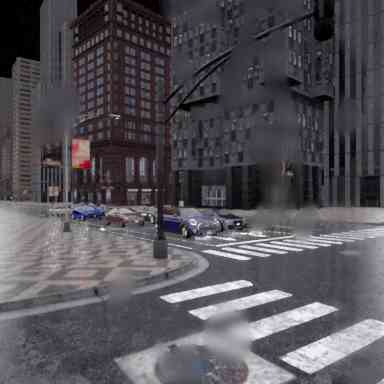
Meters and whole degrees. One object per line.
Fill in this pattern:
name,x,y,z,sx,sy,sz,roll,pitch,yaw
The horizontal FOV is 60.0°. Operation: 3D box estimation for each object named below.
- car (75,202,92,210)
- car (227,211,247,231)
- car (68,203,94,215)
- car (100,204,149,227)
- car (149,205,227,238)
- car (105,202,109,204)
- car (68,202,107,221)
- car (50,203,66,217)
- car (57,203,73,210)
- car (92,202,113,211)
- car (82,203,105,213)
car,-21.714,2.752,66.434,1.812,1.442,4.674,0,-1,-36
car,1.712,1.861,22.331,1.994,1.385,4.181,0,-1,-36
car,-15.573,2.353,46.492,2.128,1.511,4.902,0,-1,-35
car,-5.514,1.976,26.825,1.812,1.442,4.674,0,-1,-36
car,-0.361,1.636,19.612,2.097,1.767,4.553,0,-1,-35
car,-9.534,2.154,38.000,2.128,1.511,4.902,0,-1,-36
car,-10.910,2.103,34.342,1.882,1.535,5.008,0,-1,-36
car,-16.680,2.417,42.432,1.895,1.301,4.718,0,-1,-35
car,-24.974,2.852,65.401,1.895,1.301,4.718,0,-1,-36
car,-15.719,2.509,58.086,1.882,1.535,5.008,0,-1,-35
car,-15.523,2.448,52.244,1.837,1.490,4.892,0,-1,-36
